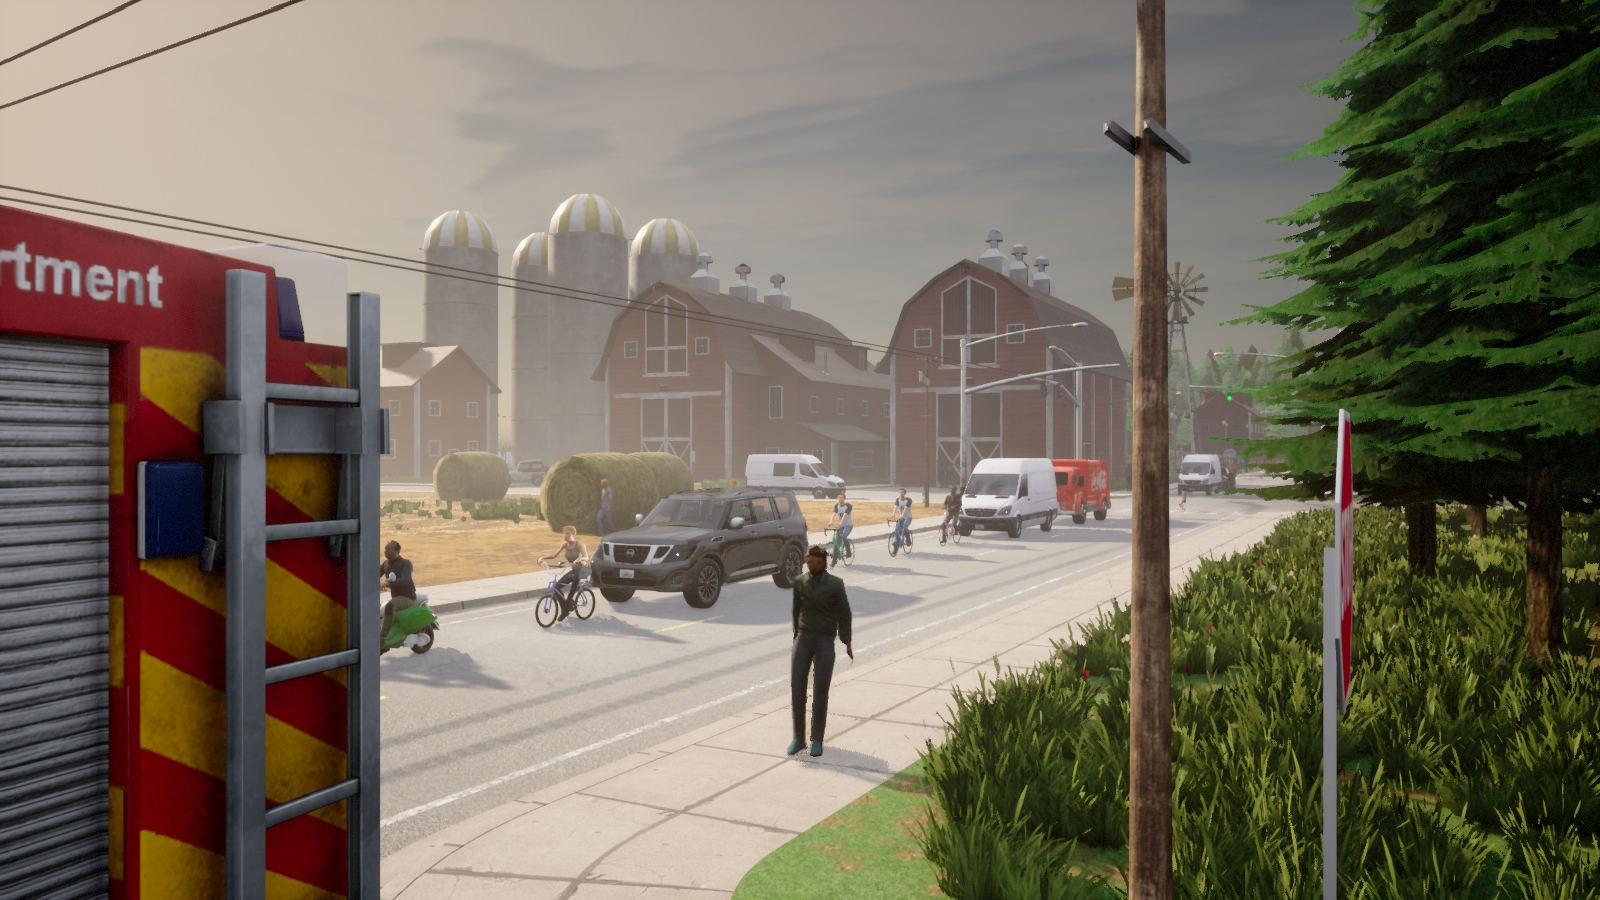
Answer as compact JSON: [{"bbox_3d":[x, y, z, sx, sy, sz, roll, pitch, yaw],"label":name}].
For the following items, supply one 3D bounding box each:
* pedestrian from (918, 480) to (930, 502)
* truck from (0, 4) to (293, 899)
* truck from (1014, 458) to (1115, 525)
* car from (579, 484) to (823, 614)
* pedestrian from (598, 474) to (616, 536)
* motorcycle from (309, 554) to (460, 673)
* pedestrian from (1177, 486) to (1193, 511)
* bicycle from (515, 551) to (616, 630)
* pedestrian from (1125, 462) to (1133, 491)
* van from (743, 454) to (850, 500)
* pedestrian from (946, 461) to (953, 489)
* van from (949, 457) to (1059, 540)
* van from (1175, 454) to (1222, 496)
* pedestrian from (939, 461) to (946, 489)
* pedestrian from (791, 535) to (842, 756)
[{"bbox_3d":[6.176,2.049,56.937,0.500,1.100,0.500,0,0,17],"label":"pedestrian"},{"bbox_3d":[-6.044,0.867,3.701,8.468,3.827,2.891,0,0,21],"label":"truck"},{"bbox_3d":[10.576,1.570,45.394,2.627,2.467,5.204,0,0,28],"label":"truck"},{"bbox_3d":[-1.731,1.779,22.468,2.150,2.045,5.566,0,0,27],"label":"car"},{"bbox_3d":[-5.890,1.677,34.877,0.375,1.860,0.375,0,0,-44],"label":"pedestrian"},{"bbox_3d":[-5.546,2.142,15.355,0.856,1.316,1.805,0,0,28],"label":"motorcycle"},{"bbox_3d":[17.640,2.220,52.343,0.500,1.100,0.500,0,0,42],"label":"pedestrian"},{"bbox_3d":[-3.806,2.256,18.624,0.859,1.080,1.487,0,0,28],"label":"bicycle"},{"bbox_3d":[21.103,1.694,73.315,0.375,1.860,0.375,0,0,29],"label":"pedestrian"},{"bbox_3d":[-0.224,1.504,65.692,5.915,2.561,1.988,0,0,27],"label":"van"},{"bbox_3d":[10.239,1.702,78.278,0.375,1.860,0.375,0,0,17],"label":"pedestrian"},{"bbox_3d":[7.076,1.534,38.974,1.988,2.561,5.915,0,0,28],"label":"van"},{"bbox_3d":[25.711,1.534,73.539,1.988,2.561,5.915,0,0,28],"label":"van"},{"bbox_3d":[9.707,1.703,77.808,0.375,1.860,0.375,0,0,27],"label":"pedestrian"},{"bbox_3d":[0.145,1.696,10.017,0.375,1.860,0.375,0,0,13],"label":"pedestrian"}]
